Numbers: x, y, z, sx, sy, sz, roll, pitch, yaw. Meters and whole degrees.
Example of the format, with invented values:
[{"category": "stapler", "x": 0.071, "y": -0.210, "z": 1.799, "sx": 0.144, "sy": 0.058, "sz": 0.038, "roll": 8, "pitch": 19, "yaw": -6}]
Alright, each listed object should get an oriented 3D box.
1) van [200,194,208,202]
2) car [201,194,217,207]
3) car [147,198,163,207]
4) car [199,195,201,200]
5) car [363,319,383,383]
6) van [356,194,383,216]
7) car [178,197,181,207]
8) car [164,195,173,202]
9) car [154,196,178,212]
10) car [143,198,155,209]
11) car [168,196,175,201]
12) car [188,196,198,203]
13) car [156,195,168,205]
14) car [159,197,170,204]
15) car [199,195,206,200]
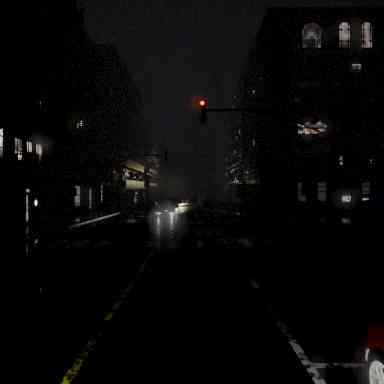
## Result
[{"category": "van", "x": 2.852, "y": 1.379, "z": 78.443, "sx": 1.690, "sy": 1.788, "sz": 3.998, "roll": -1, "pitch": 0, "yaw": 0}, {"category": "car", "x": 2.793, "y": 1.454, "z": 50.804, "sx": 1.967, "sy": 1.590, "sz": 4.097, "roll": -1, "pitch": 0, "yaw": 0}, {"category": "car", "x": -5.586, "y": 1.580, "z": 50.827, "sx": 1.947, "sy": 1.339, "sz": 4.313, "roll": 0, "pitch": 0, "yaw": 0}, {"category": "car", "x": 2.830, "y": 1.577, "z": 67.387, "sx": 2.008, "sy": 1.369, "sz": 4.403, "roll": -1, "pitch": 0, "yaw": 0}, {"category": "car", "x": 2.687, "y": 1.544, "z": 1.804, "sx": 1.887, "sy": 1.381, "sz": 4.507, "roll": 0, "pitch": 0, "yaw": 0}, {"category": "van", "x": 15.701, "y": 1.035, "z": 27.347, "sx": 3.998, "sy": 1.788, "sz": 1.690, "roll": -1, "pitch": 1, "yaw": -1}, {"category": "car", "x": -2.969, "y": 1.539, "z": 49.618, "sx": 1.812, "sy": 1.442, "sz": 4.674, "roll": 0, "pitch": 0, "yaw": 0}, {"category": "car", "x": -5.527, "y": 1.563, "z": 78.296, "sx": 1.752, "sy": 1.417, "sz": 4.829, "roll": -1, "pitch": 0, "yaw": 0}, {"category": "car", "x": -3.009, "y": 1.532, "z": 39.304, "sx": 1.812, "sy": 1.442, "sz": 4.674, "roll": 0, "pitch": 0, "yaw": 0}, {"category": "car", "x": -5.598, "y": 1.560, "z": 45.299, "sx": 2.008, "sy": 1.369, "sz": 4.403, "roll": 0, "pitch": 0, "yaw": 0}, {"category": "car", "x": -5.501, "y": 1.632, "z": 89.522, "sx": 1.802, "sy": 1.307, "sz": 4.206, "roll": -1, "pitch": 0, "yaw": 0}, {"category": "car", "x": 0.255, "y": 1.554, "z": 69.736, "sx": 1.812, "sy": 1.442, "sz": 4.674, "roll": 0, "pitch": 0, "yaw": 0}, {"category": "car", "x": -5.564, "y": 1.462, "z": 61.883, "sx": 1.967, "sy": 1.590, "sz": 4.097, "roll": -1, "pitch": 0, "yaw": 0}, {"category": "car", "x": -5.551, "y": 1.609, "z": 67.411, "sx": 1.802, "sy": 1.307, "sz": 4.206, "roll": -1, "pitch": 0, "yaw": 0}, {"category": "car", "x": 2.890, "y": 1.602, "z": 95.027, "sx": 1.887, "sy": 1.381, "sz": 4.507, "roll": -1, "pitch": 0, "yaw": 0}]
